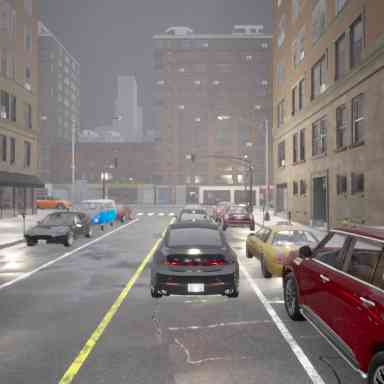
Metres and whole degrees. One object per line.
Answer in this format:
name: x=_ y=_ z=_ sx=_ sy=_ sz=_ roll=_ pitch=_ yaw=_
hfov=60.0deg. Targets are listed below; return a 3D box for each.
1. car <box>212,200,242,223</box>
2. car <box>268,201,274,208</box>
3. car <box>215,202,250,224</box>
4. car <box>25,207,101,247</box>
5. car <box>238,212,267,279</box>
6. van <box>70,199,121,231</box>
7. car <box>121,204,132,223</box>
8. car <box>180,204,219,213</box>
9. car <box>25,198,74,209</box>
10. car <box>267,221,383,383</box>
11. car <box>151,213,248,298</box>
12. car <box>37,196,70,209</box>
car: x=2.655 y=1.471 z=26.166 sx=1.967 sy=1.590 sz=4.097 roll=1 pitch=0 yaw=0
car: x=13.420 y=1.578 z=48.838 sx=4.553 sy=1.767 sz=2.097 roll=0 pitch=-1 yaw=0
car: x=2.659 y=1.463 z=20.683 sx=1.967 sy=1.590 sz=4.097 roll=1 pitch=0 yaw=0
car: x=-5.863 y=1.581 z=15.195 sx=1.947 sy=1.339 sz=4.313 roll=1 pitch=0 yaw=0
car: x=2.668 y=1.534 z=9.888 sx=1.752 sy=1.417 sz=4.829 roll=1 pitch=0 yaw=0
van: x=-5.865 y=1.364 z=20.677 sx=1.690 sy=1.788 sz=3.998 roll=1 pitch=0 yaw=0
car: x=-5.872 y=1.576 z=26.160 sx=1.887 sy=1.381 sz=4.507 roll=1 pitch=0 yaw=0
car: x=0.086 y=1.543 z=15.991 sx=1.812 sy=1.442 sz=4.674 roll=0 pitch=0 yaw=0
car: x=-18.015 y=1.456 z=42.307 sx=5.357 sy=1.411 sz=2.033 roll=0 pitch=-1 yaw=0
car: x=2.675 y=1.318 z=4.235 sx=2.192 sy=1.841 sz=5.009 roll=1 pitch=0 yaw=0
car: x=0.041 y=1.512 z=8.536 sx=1.837 sy=1.490 sz=4.892 roll=0 pitch=0 yaw=-1
car: x=-16.417 y=1.235 z=39.051 sx=4.553 sy=1.767 sz=2.097 roll=0 pitch=-1 yaw=0
